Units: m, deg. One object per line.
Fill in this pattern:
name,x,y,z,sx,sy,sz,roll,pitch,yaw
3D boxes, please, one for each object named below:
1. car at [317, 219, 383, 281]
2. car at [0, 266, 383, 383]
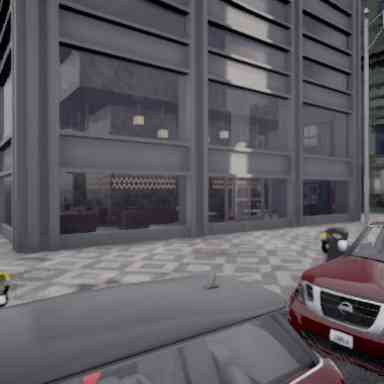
car,3.713,1.312,5.167,5.009,1.841,2.192,0,0,-35
car,-0.881,1.440,1.900,4.097,1.590,1.967,0,0,-35
